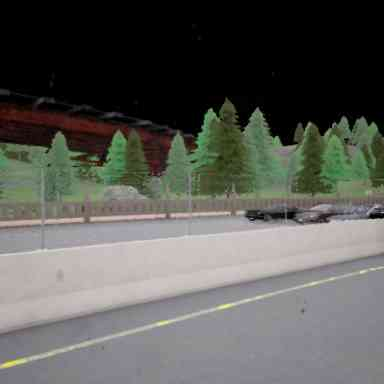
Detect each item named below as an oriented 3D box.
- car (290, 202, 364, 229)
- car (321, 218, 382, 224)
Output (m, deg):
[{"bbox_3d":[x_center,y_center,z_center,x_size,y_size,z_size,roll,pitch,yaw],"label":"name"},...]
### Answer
[{"bbox_3d":[8.766,1.429,21.508,4.674,1.442,1.812,0,0,-26],"label":"car"},{"bbox_3d":[9.321,1.403,17.852,4.902,1.511,2.128,0,0,-27],"label":"car"}]
